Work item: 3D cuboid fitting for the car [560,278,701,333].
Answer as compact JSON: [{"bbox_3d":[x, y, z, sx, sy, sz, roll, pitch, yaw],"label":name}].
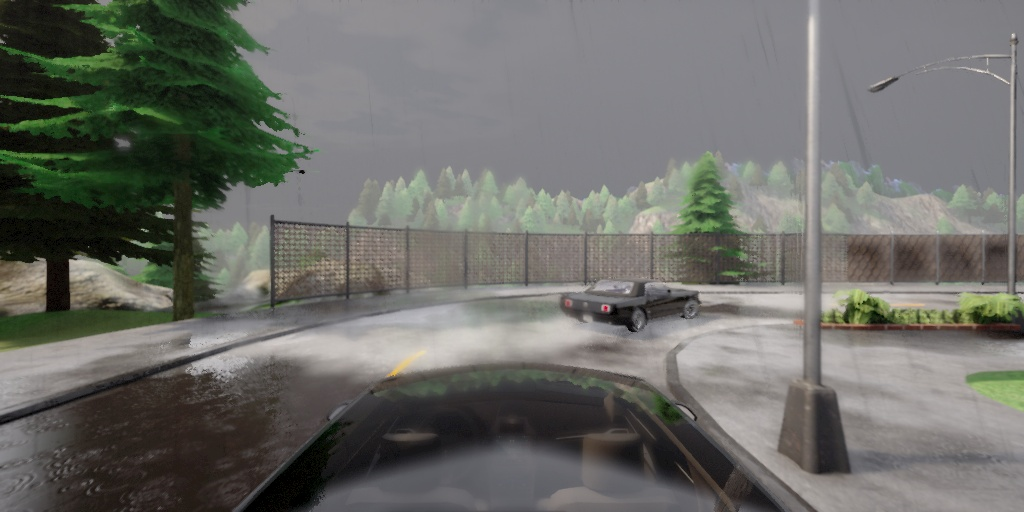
[{"bbox_3d":[3.685,1.298,10.590,4.718,1.301,1.895,0,0,-39],"label":"car"}]
